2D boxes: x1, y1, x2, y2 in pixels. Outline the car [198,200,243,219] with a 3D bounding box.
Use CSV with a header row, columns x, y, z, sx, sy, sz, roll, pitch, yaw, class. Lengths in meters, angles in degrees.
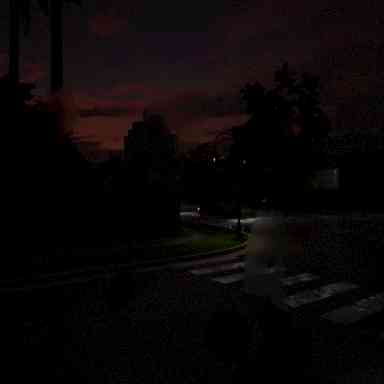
x,y,z,sx,sy,sz,roll,pitch,yaw,class
2.471,1.552,30.112,1.837,1.490,4.892,0,0,-36,car
